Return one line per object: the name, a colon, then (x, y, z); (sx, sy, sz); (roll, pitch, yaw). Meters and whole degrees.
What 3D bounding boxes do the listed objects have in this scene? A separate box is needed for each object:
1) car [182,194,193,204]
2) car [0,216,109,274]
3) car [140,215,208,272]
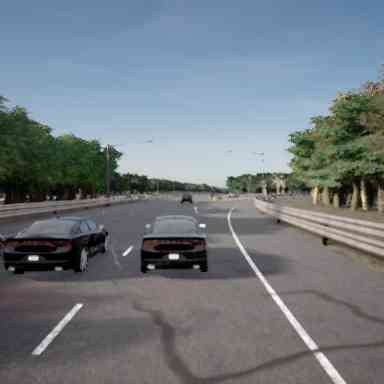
car: (-1.014, 1.351, 69.755); (2.150, 2.045, 5.566); (0, 0, 1)
car: (-4.042, 1.506, 10.776); (1.882, 1.535, 5.008); (0, 0, -2)
car: (-0.547, 1.507, 10.992); (1.882, 1.535, 5.008); (0, 0, -2)
